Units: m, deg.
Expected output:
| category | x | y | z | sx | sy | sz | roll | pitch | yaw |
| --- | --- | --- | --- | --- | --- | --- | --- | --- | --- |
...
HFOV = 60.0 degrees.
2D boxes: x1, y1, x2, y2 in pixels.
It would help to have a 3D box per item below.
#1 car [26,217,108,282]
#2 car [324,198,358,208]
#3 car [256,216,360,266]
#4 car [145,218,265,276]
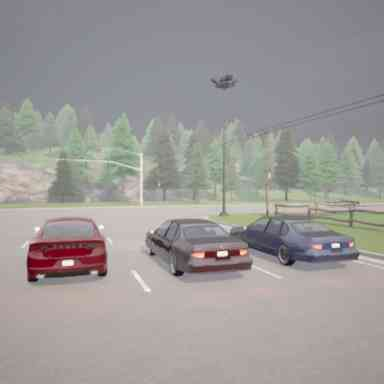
| category | x | y | z | sx | sy | sz | roll | pitch | yaw |
| --- | --- | --- | --- | --- | --- | --- | --- | --- | --- |
| car | -3.650 | 1.469 | 9.933 | 1.882 | 1.535 | 5.008 | 0 | 0 | -19 |
| car | 21.652 | 1.590 | 48.422 | 4.718 | 1.301 | 1.895 | 0 | 0 | -19 |
| car | 3.169 | 1.543 | 11.645 | 2.033 | 1.411 | 5.357 | 0 | 0 | -20 |
| car | -0.107 | 1.541 | 10.405 | 2.033 | 1.411 | 5.357 | 0 | 0 | -20 |
